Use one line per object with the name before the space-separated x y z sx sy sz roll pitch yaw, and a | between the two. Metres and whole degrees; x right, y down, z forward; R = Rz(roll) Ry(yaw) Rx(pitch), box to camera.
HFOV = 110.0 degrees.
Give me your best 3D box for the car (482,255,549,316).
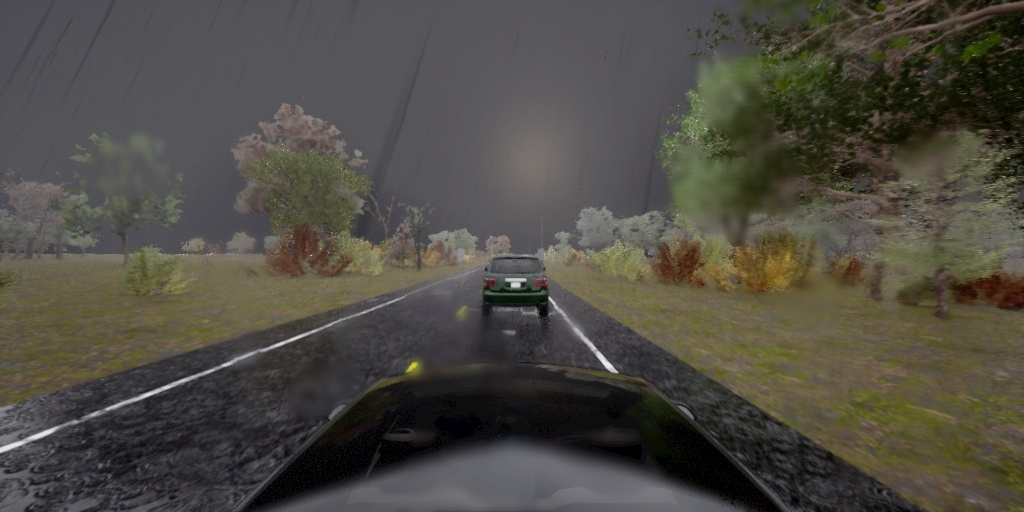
car | 0.120 0.969 13.469 2.150 2.045 5.566 0 0 0
